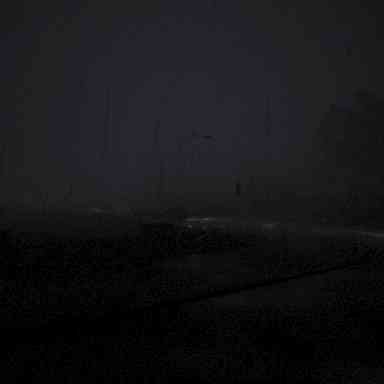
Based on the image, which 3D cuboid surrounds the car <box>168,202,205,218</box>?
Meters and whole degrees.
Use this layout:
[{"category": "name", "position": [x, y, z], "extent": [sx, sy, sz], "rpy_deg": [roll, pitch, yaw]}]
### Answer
[{"category": "car", "position": [-0.638, 1.752, 32.706], "extent": [1.812, 1.442, 4.674], "rpy_deg": [1, 0, -36]}]

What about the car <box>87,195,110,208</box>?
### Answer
[{"category": "car", "position": [-14.899, 1.452, 52.826], "extent": [2.150, 2.045, 5.566], "rpy_deg": [1, -1, -35]}]
